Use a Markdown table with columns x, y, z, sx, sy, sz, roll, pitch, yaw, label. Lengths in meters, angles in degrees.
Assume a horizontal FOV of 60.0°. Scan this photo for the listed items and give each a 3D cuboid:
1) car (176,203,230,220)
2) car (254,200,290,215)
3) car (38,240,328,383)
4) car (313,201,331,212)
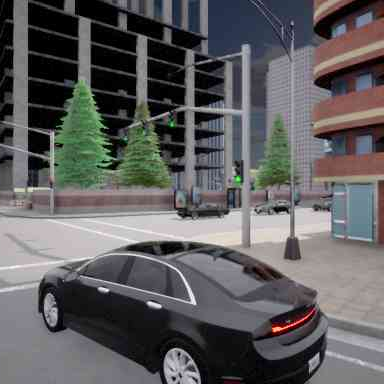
| x | y | z | sx | sy | sz | roll | pitch | yaw | label |
| --- | --- | --- | --- | --- | --- | --- | --- | --- | --- |
| 0.994 | 1.656 | 29.092 | 4.718 | 1.301 | 1.895 | 0 | 0 | -36 | car |
| 8.582 | 1.547 | 34.515 | 4.902 | 1.511 | 2.128 | 0 | 0 | -36 | car |
| -0.562 | 1.505 | 5.030 | 4.892 | 1.490 | 1.837 | 0 | 0 | 41 | car |
| 16.675 | 1.407 | 40.274 | 4.553 | 1.767 | 2.097 | 0 | 0 | -35 | car |
